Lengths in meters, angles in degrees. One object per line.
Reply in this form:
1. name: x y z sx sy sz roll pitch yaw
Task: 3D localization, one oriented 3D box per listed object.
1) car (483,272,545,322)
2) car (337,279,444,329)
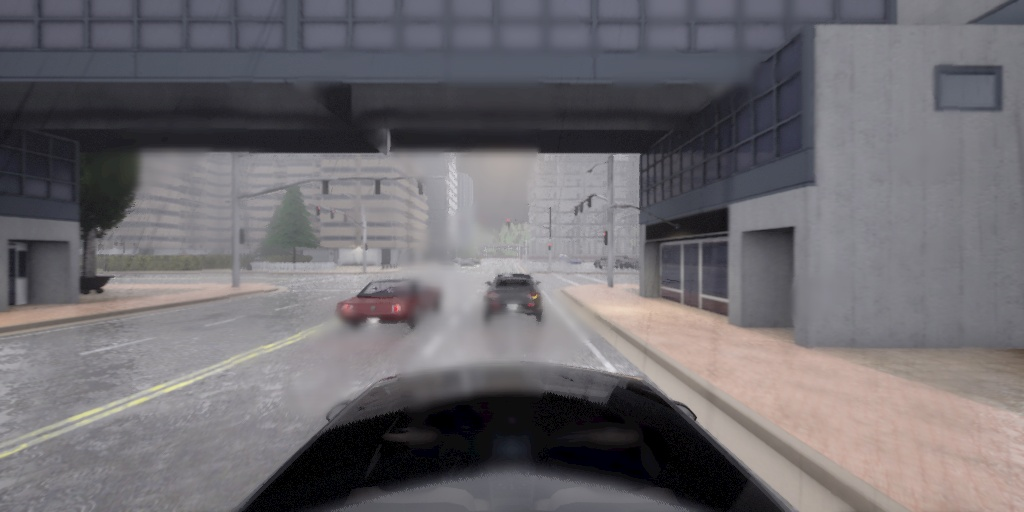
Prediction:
1. car: 0.070 1.274 12.191 1.812 1.442 4.674 0 0 0
2. car: -3.437 1.349 11.201 1.895 1.301 4.718 0 0 0
